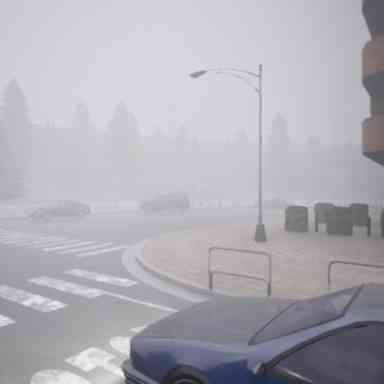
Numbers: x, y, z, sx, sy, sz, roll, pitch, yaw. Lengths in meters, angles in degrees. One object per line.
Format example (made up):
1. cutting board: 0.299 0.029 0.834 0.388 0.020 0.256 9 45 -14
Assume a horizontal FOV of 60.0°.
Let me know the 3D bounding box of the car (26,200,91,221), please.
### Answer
1. car: -10.324 1.402 26.063 2.128 1.511 4.902 0 0 37

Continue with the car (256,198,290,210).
1. car: 10.272 1.486 42.153 4.181 1.385 1.994 0 0 -16

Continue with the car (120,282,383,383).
1. car: 1.861 1.548 2.649 5.357 1.411 2.033 0 0 36

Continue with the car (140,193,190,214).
1. car: -2.730 1.135 34.957 5.566 2.045 2.150 0 0 -41
